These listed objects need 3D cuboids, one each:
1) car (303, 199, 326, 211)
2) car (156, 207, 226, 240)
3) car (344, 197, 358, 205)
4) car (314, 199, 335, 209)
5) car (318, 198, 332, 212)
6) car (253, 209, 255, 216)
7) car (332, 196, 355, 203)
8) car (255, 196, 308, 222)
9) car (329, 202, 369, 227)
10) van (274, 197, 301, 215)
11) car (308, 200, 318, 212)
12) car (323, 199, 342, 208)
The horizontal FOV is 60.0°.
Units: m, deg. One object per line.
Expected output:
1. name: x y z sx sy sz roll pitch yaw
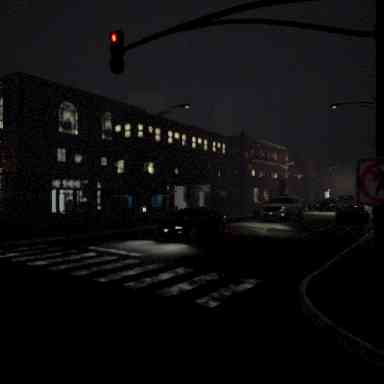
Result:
1. car: 17.097 1.753 46.361 1.752 1.417 4.829 0 0 35
2. car: 0.102 1.574 17.698 1.837 1.490 4.892 0 0 33
3. car: 33.077 1.822 69.109 1.967 1.590 4.097 0 -1 35
4. car: 20.371 1.810 51.022 2.008 1.369 4.403 0 -1 35
5. car: 17.225 1.562 41.937 2.097 1.767 4.553 0 0 36
6. car: 7.567 1.669 32.797 1.752 1.417 4.829 0 0 35
7. car: 17.730 1.415 37.182 2.150 2.045 5.566 0 0 35
8. car: 7.833 1.350 28.662 2.150 2.045 5.566 0 0 35
9. car: 11.389 1.667 23.568 1.887 1.381 4.507 0 0 35
10. van: 10.841 1.513 37.459 1.690 1.788 3.998 0 0 35
11. car: 14.018 1.751 41.979 2.008 1.369 4.403 0 0 35
12. car: 23.548 1.840 55.544 2.008 1.369 4.403 0 -1 35
